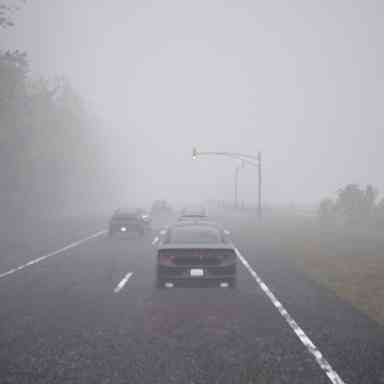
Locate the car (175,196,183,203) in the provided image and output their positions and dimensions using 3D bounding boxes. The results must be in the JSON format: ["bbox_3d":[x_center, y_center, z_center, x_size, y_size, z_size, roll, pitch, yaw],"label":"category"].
[{"bbox_3d":[-3.552,1.842,79.230,2.097,1.767,4.553,0,0,0],"label":"car"}]

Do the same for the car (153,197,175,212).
[{"bbox_3d":[-3.424,1.589,37.606,2.097,1.767,4.553,0,0,0],"label":"car"}]

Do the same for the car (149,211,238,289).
[{"bbox_3d":[0.093,1.538,9.408,1.882,1.535,5.008,0,0,0],"label":"car"}]

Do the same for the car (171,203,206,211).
[{"bbox_3d":[0.101,1.620,19.886,2.128,1.511,4.902,0,0,0],"label":"car"}]

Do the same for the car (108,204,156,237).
[{"bbox_3d":[-3.413,1.625,19.008,1.837,1.490,4.892,0,-1,0],"label":"car"}]
